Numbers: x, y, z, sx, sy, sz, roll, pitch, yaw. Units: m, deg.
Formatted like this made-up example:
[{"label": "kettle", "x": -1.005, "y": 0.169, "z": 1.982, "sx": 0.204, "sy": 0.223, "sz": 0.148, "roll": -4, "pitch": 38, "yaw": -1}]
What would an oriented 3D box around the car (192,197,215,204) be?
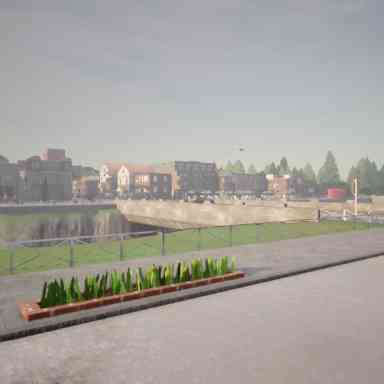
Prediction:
[{"label": "car", "x": 1.907, "y": 1.526, "z": 55.290, "sx": 1.812, "sy": 1.442, "sz": 4.674, "roll": 0, "pitch": 0, "yaw": -35}]
